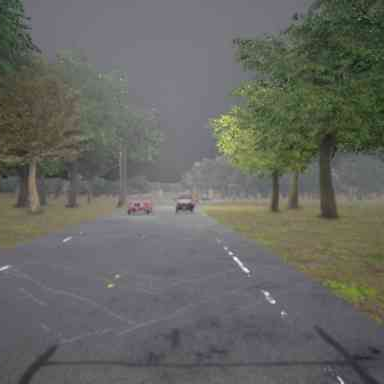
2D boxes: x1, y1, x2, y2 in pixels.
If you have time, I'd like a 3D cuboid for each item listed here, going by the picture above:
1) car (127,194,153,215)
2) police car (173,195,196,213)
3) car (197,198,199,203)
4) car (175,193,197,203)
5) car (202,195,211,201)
[{"bbox_3d":[-5.354,1.229,34.746,2.150,2.045,5.566,0,-1,-1],"label":"car"},{"bbox_3d":[-0.818,1.430,37.199,1.930,1.638,5.238,0,0,-1],"label":"police car"},{"bbox_3d":[-0.487,1.439,52.856,2.097,1.767,4.553,0,0,3],"label":"car"},{"bbox_3d":[-0.740,1.281,46.995,2.150,2.045,5.566,0,0,2],"label":"car"},{"bbox_3d":[3.996,1.642,91.187,2.097,1.767,4.553,0,-1,13],"label":"car"}]
